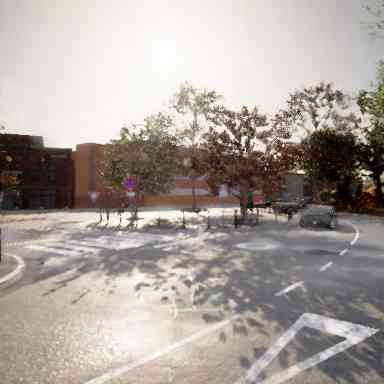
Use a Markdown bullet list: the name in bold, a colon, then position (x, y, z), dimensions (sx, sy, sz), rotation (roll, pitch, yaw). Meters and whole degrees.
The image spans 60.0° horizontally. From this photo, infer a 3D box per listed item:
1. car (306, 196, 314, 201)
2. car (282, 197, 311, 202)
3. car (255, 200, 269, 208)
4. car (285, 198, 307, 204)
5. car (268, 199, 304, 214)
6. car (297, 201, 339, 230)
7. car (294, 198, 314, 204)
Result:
- **car**: position (26.090, 1.937, 71.662), dimensions (2.150, 2.045, 5.566), rotation (-1, -1, 37)
- **car**: position (14.296, 1.852, 46.487), dimensions (2.128, 1.511, 4.902), rotation (0, -1, -1)
- **car**: position (12.726, 2.110, 58.724), dimensions (2.033, 1.411, 5.357), rotation (-1, -1, 28)
- **car**: position (26.612, 2.337, 85.001), dimensions (5.008, 1.535, 2.097), rotation (-1, -1, 37)
- **car**: position (10.979, 1.824, 39.169), dimensions (2.033, 1.411, 5.357), rotation (0, -1, -1)
- **car**: position (8.674, 1.621, 22.325), dimensions (1.837, 1.490, 4.892), rotation (1, 0, 30)
- **car**: position (30.038, 2.413, 89.494), dimensions (4.674, 1.452, 2.002), rotation (-1, -1, 37)
